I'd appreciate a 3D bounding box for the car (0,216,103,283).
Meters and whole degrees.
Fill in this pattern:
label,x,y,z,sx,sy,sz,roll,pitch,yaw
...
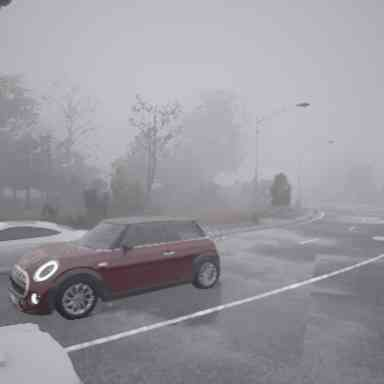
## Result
label,x,y,z,sx,sy,sz,roll,pitch,yaw
car,-5.062,1.534,9.184,4.674,1.442,1.812,0,0,-37

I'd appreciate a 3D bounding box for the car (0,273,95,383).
label,x,y,z,sx,sy,sz,roll,pitch,yaw
car,-2.947,1.593,1.673,4.718,1.301,1.895,0,0,-36

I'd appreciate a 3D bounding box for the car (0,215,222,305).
label,x,y,z,sx,sy,sz,roll,pitch,yaw
car,-1.524,1.368,7.525,4.553,1.767,2.097,0,0,-38
